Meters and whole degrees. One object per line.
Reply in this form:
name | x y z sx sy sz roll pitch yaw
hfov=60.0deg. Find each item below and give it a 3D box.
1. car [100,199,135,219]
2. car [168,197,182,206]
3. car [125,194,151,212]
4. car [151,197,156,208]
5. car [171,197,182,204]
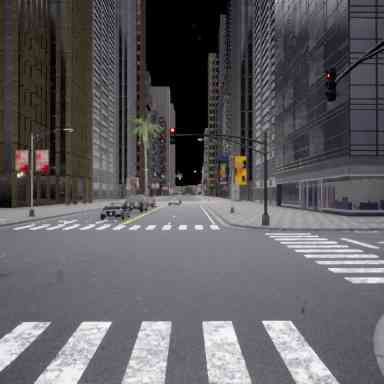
car | -6.643 1.627 29.219 1.994 1.385 4.181 0 0 0
car | -3.244 1.781 59.890 1.895 1.301 4.718 0 0 0
car | -6.656 1.318 39.790 2.150 2.045 5.566 0 0 1
car | -6.665 1.488 50.088 2.097 1.767 4.553 0 0 0
car | -3.259 1.788 69.786 1.994 1.385 4.181 0 0 0
